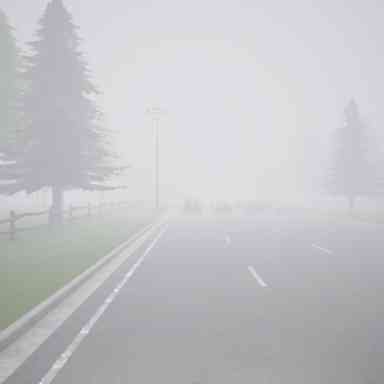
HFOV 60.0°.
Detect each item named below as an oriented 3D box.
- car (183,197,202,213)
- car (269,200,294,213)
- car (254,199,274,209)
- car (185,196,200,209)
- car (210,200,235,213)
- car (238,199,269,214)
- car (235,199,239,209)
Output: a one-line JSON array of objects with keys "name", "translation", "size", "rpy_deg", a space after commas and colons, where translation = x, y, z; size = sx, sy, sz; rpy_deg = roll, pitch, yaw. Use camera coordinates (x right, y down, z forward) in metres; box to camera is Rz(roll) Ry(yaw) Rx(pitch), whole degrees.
[{"name": "car", "translation": [0.022, 1.515, 38.727], "size": [2.097, 1.767, 4.553], "rpy_deg": [0, 0, 0]}, {"name": "car", "translation": [10.522, 1.689, 38.750], "size": [1.812, 1.442, 4.674], "rpy_deg": [0, 0, 0]}, {"name": "car", "translation": [10.527, 1.769, 48.753], "size": [1.994, 1.385, 4.181], "rpy_deg": [0, 0, 0]}, {"name": "car", "translation": [0.027, 1.557, 48.730], "size": [2.097, 1.767, 4.553], "rpy_deg": [0, 0, 0]}, {"name": "car", "translation": [3.522, 1.727, 38.754], "size": [1.994, 1.385, 4.181], "rpy_deg": [0, 0, 0]}, {"name": "car", "translation": [7.022, 1.709, 38.335], "size": [2.033, 1.411, 5.357], "rpy_deg": [0, 0, 0]}, {"name": "car", "translation": [7.027, 1.769, 48.755], "size": [1.994, 1.385, 4.181], "rpy_deg": [0, 0, 0]}]
